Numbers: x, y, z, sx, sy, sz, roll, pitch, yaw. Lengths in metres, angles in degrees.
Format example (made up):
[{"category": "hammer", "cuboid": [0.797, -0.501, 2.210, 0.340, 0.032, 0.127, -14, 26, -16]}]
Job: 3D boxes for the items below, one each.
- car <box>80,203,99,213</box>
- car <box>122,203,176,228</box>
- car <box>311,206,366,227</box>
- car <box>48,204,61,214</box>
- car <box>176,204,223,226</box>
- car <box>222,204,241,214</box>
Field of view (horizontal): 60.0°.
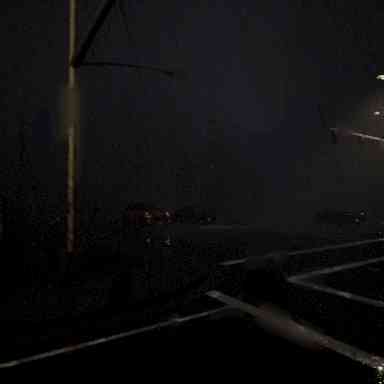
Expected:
[{"category": "car", "cuboid": [-14.548, 2.228, 46.150, 1.895, 1.301, 4.718, 1, -1, -35]}, {"category": "car", "cuboid": [-3.489, 1.612, 24.844, 2.097, 1.767, 4.553, 1, -1, -36]}, {"category": "car", "cuboid": [10.907, 1.785, 25.219, 2.128, 1.511, 4.902, -1, -1, -10]}, {"category": "car", "cuboid": [-17.836, 2.215, 44.735, 1.895, 1.301, 4.718, 1, -1, -35]}, {"category": "car", "cuboid": [0.096, 1.834, 25.862, 1.994, 1.385, 4.181, 1, -1, -36]}, {"category": "car", "cuboid": [3.619, 2.117, 42.134, 4.718, 1.301, 1.895, -1, -1, 24]}]
